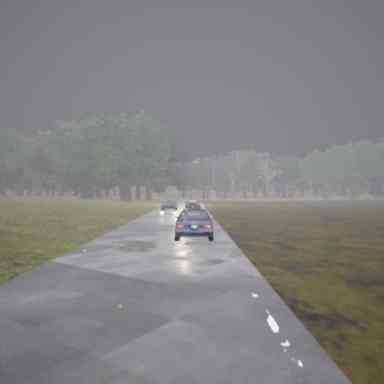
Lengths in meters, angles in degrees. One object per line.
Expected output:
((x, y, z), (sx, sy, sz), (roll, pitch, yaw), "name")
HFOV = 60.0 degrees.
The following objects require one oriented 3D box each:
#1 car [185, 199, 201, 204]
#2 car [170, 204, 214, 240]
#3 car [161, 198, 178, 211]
((0.099, 1.530, 40.319), (1.812, 1.442, 4.674), (0, 0, 0), "car")
((0.099, 1.549, 16.924), (2.033, 1.411, 5.357), (0, 0, 0), "car")
((-2.751, 1.511, 40.943), (1.837, 1.490, 4.892), (0, 0, 0), "car")
